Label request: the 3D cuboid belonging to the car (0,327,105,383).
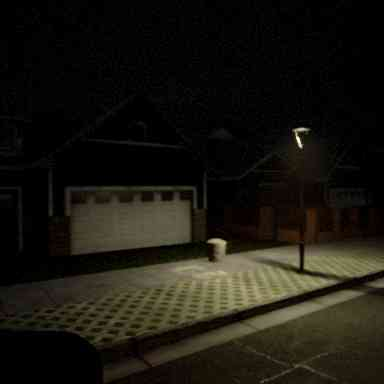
[{"bbox_3d":[-2.687,1.503,1.147,4.892,1.490,1.837,1,-1,-35],"label":"car"}]
